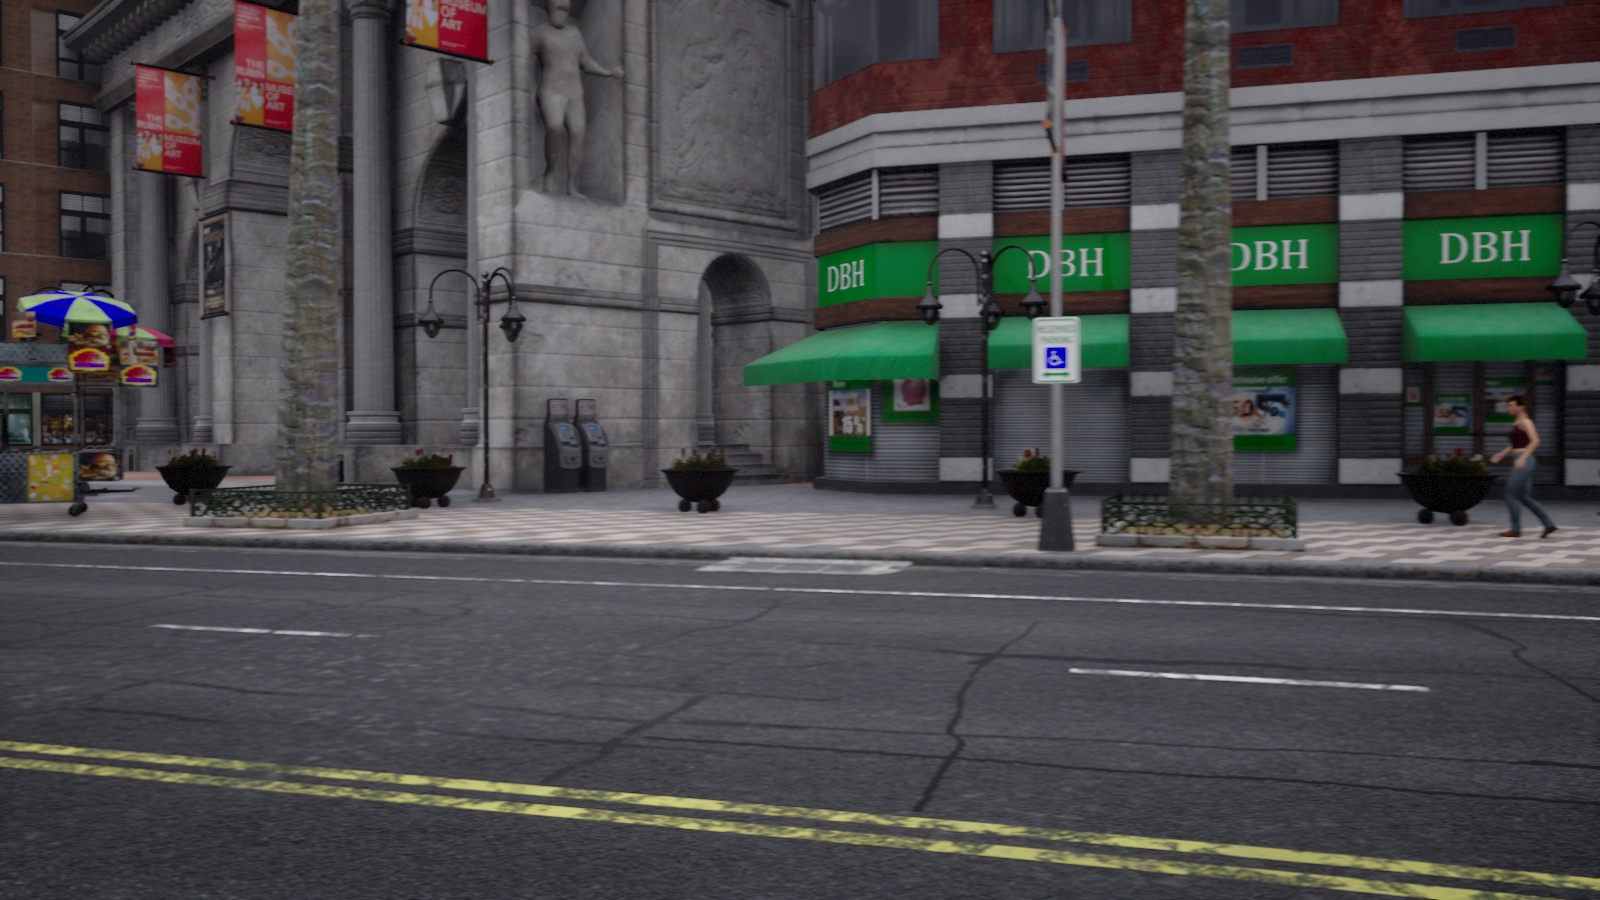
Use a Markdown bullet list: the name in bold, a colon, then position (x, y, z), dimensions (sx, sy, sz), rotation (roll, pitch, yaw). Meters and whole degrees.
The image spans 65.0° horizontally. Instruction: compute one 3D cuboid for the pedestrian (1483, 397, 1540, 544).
- **pedestrian**: position (9.019, 0.252, 15.934), dimensions (0.594, 1.836, 0.345), rotation (1, 1, 27)
